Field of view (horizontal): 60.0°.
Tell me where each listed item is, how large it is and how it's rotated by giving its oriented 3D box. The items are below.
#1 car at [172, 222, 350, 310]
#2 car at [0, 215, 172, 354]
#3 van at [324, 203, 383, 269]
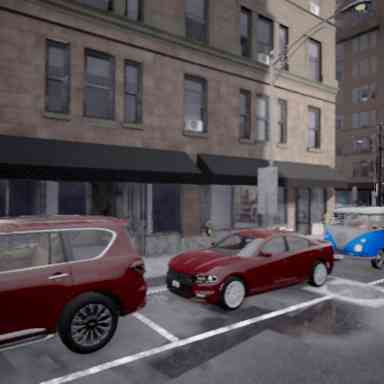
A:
[{"bbox_3d":[1.522,1.571,7.844,4.507,1.381,1.887,0,0,-35],"label":"car"},{"bbox_3d":[-3.027,1.315,4.602,5.009,1.841,2.192,0,0,-35],"label":"car"},{"bbox_3d":[6.072,1.393,11.085,3.998,1.788,1.690,0,0,-35],"label":"van"}]
